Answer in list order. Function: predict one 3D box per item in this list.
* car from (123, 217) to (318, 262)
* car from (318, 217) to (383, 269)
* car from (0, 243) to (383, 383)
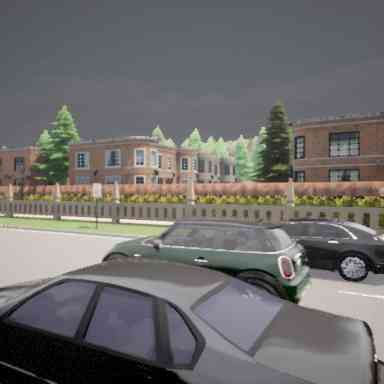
[{"bbox_3d":[0.163,1.351,7.332,4.553,1.767,2.097,0,0,28],"label":"car"},{"bbox_3d":[3.192,1.503,9.677,4.892,1.490,1.837,0,0,28],"label":"car"},{"bbox_3d":[-0.759,1.546,3.854,5.357,1.411,2.033,0,0,28],"label":"car"}]
